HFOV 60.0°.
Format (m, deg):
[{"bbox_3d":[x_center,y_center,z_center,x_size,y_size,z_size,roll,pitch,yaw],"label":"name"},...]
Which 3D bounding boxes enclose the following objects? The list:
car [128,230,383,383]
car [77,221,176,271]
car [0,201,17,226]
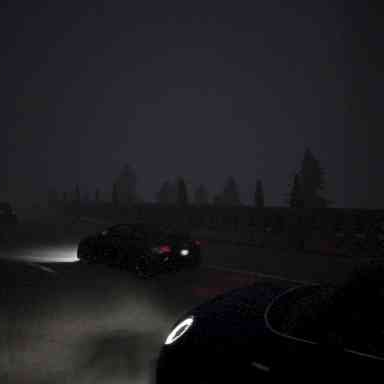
[{"bbox_3d":[1.864,1.360,2.808,4.553,1.767,2.097,0,0,35],"label":"car"},{"bbox_3d":[-1.704,1.585,10.156,4.181,1.385,1.994,0,0,41],"label":"car"},{"bbox_3d":[-13.593,1.411,22.941,2.097,1.767,4.553,0,0,-38],"label":"car"}]
